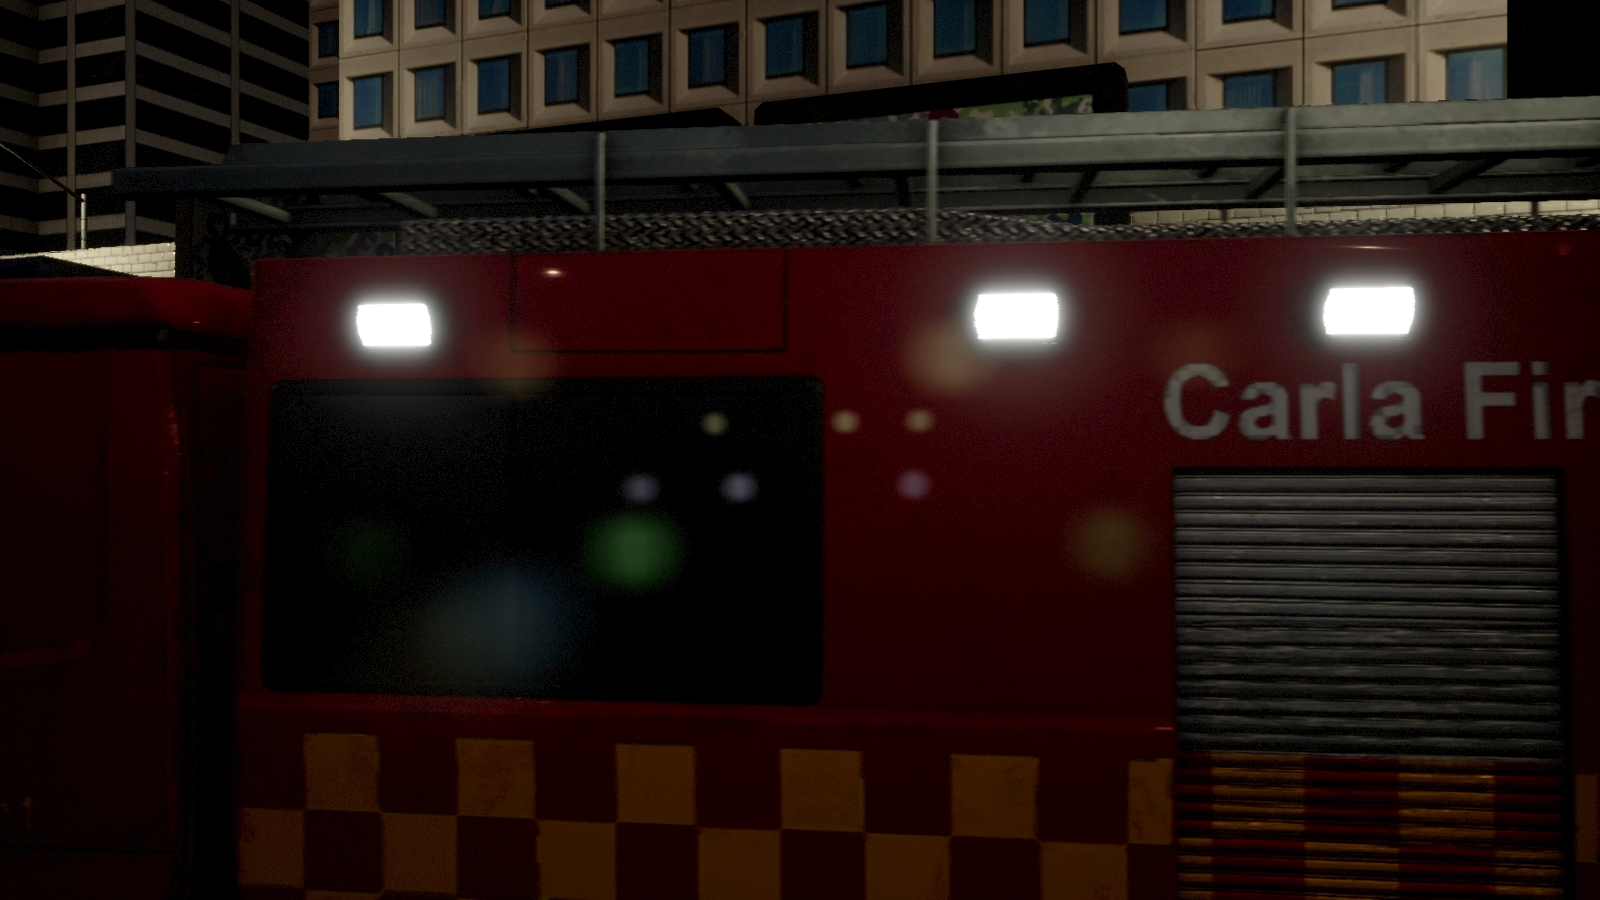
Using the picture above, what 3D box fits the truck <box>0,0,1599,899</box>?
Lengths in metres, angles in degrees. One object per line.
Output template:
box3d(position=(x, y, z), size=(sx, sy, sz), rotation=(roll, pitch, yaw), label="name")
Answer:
box3d(position=(0.025, 0.835, 4.131), size=(8.468, 3.827, 2.891), rotation=(0, 0, 7), label="truck")
